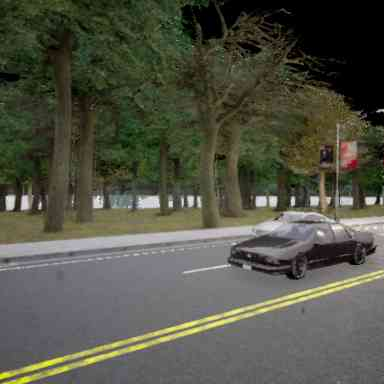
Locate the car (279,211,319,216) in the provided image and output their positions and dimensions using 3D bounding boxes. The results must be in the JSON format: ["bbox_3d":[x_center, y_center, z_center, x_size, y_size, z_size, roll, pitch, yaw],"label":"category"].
[{"bbox_3d":[4.736,1.599,15.052,4.674,1.442,1.812,0,0,-36],"label":"car"}]

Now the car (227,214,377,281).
[{"bbox_3d":[3.614,1.598,10.255,5.357,1.411,2.033,0,0,-36],"label":"car"}]
